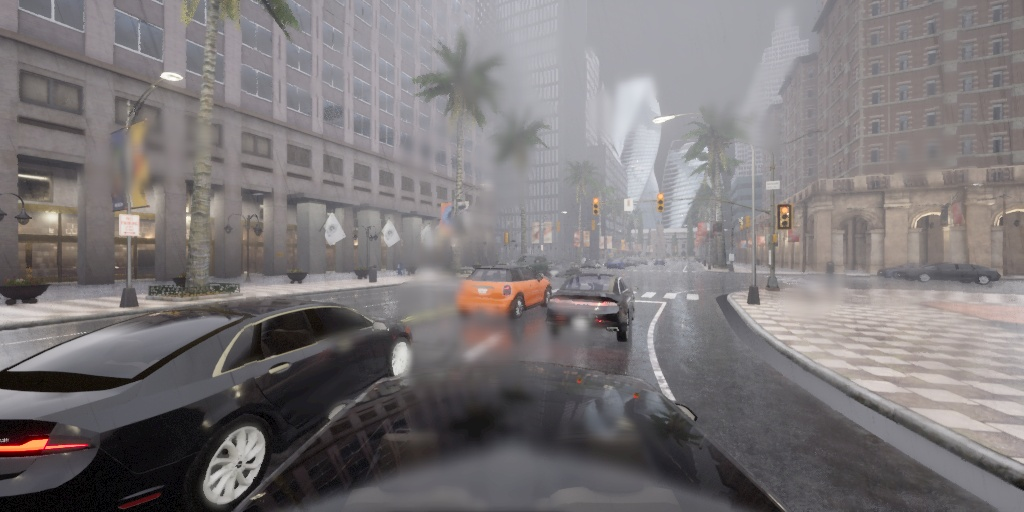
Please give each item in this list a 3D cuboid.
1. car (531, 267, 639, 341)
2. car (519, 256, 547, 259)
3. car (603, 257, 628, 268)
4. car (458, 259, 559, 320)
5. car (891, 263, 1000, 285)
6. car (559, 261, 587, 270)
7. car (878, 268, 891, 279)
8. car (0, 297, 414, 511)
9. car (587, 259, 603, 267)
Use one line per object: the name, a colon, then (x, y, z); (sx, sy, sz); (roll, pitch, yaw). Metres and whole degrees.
car: (2.374, 1.242, 9.999); (2.128, 1.511, 4.902); (0, 0, 22)
car: (1.711, 0.971, 33.222); (2.150, 2.045, 5.566); (0, 0, 27)
car: (15.043, 1.228, 51.942); (1.882, 1.535, 5.008); (0, 0, 27)
car: (-0.051, 1.102, 13.028); (2.097, 1.767, 4.553); (0, 0, 23)
car: (31.661, 1.255, 26.183); (4.892, 1.490, 1.837); (0, 0, 25)
car: (4.524, 1.241, 31.024); (2.128, 1.511, 4.902); (0, 0, 27)
car: (33.036, 1.314, 29.406); (4.181, 1.385, 1.994); (0, 0, 27)
car: (-2.841, 1.255, 4.329); (1.837, 1.490, 4.892); (0, 0, 8)
car: (12.000, 1.298, 53.682); (2.033, 1.411, 5.357); (0, 0, 27)
